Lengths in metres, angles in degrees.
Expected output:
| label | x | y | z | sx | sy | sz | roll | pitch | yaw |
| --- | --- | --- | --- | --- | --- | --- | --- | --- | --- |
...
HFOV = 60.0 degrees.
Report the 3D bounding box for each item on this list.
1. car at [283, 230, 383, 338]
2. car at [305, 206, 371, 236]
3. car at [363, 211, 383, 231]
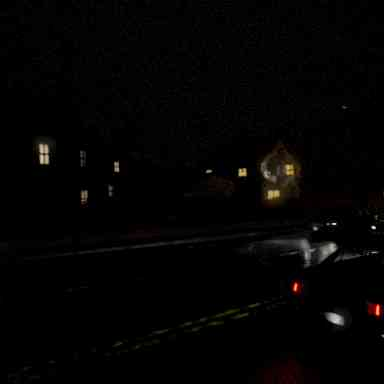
| label | x | y | z | sx | sy | sz | roll | pitch | yaw |
| --- | --- | --- | --- | --- | --- | --- | --- | --- | --- |
| car | 3.946 | 1.598 | 6.247 | 4.718 | 1.301 | 1.895 | 0 | 0 | -35 |
| car | 7.871 | 1.480 | 17.272 | 4.902 | 1.511 | 2.128 | 0 | 0 | -35 |
| car | 9.810 | 1.589 | 14.663 | 4.718 | 1.301 | 1.895 | 0 | 0 | -35 |
